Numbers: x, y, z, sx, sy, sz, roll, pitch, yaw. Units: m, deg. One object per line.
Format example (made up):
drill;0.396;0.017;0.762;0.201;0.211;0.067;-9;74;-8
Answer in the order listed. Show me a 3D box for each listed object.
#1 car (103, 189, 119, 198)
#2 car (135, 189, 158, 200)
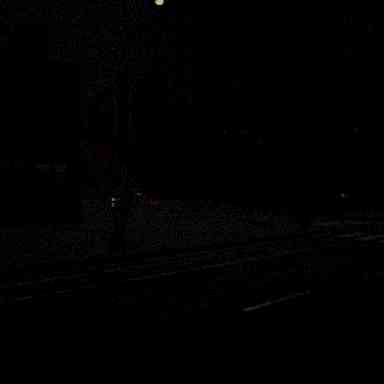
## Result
car;-12.470;0.180;53.112;1.895;1.301;4.718;-1;3;-35
car;-6.887;0.343;50.054;1.837;1.490;4.892;-1;3;-35
